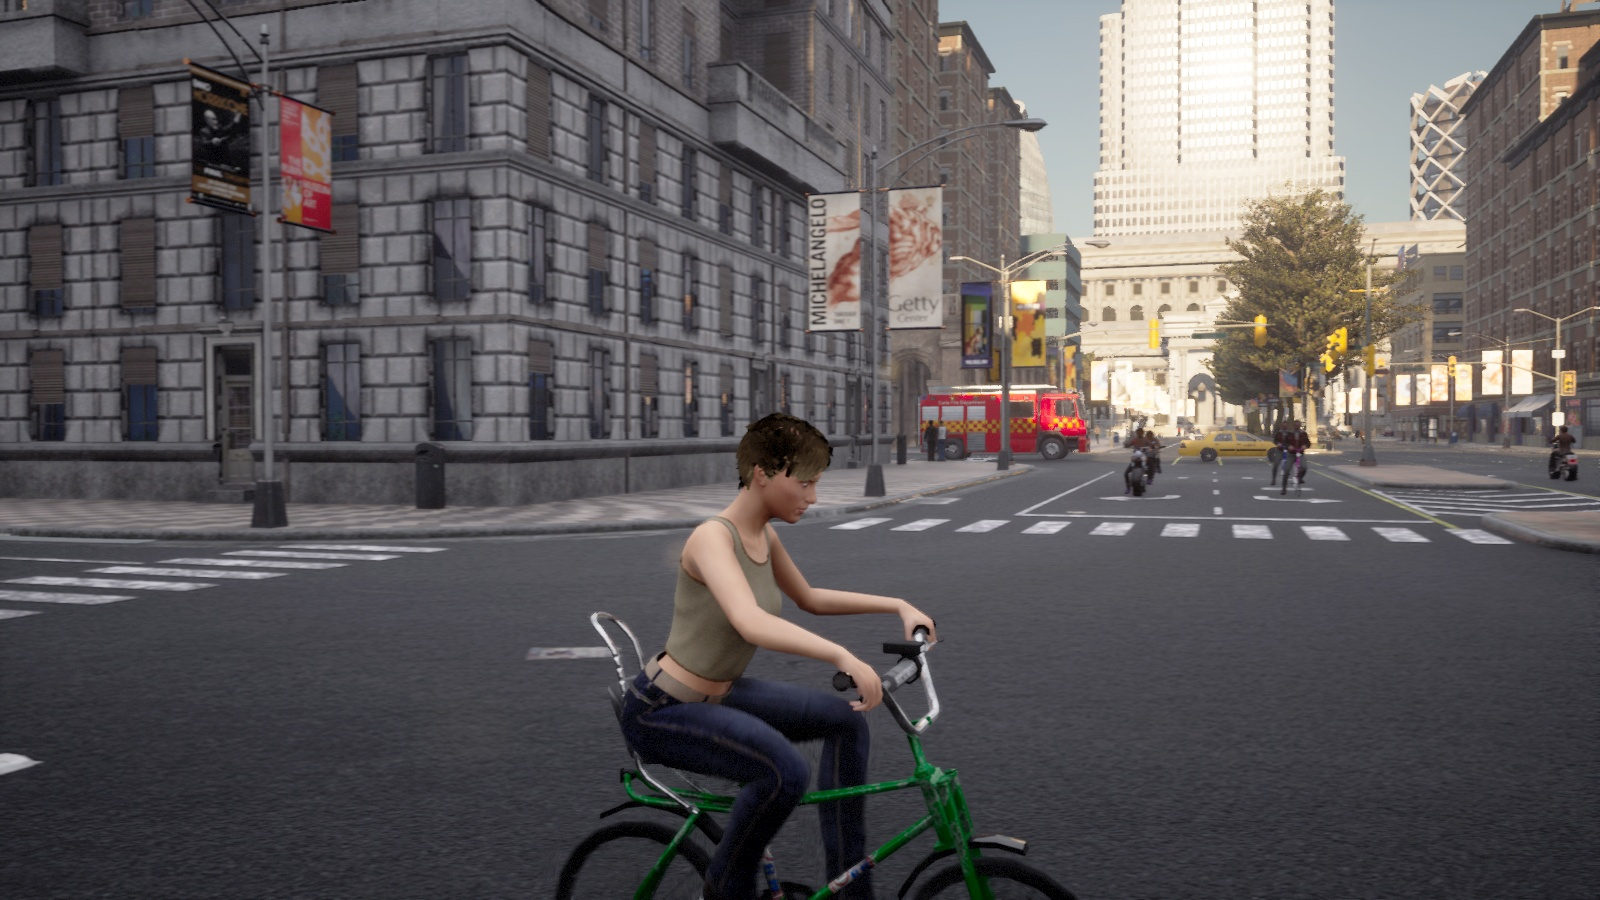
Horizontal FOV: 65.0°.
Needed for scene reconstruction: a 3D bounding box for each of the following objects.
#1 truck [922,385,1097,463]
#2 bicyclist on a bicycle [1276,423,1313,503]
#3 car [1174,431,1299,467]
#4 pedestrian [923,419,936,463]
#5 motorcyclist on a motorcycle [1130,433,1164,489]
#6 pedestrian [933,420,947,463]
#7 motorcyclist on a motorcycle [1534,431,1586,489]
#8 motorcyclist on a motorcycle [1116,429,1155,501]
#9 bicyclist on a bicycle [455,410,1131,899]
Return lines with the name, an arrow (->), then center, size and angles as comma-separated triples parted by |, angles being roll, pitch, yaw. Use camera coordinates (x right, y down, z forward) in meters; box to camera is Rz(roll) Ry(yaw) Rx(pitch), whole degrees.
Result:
truck -> 10.760, -1.330, 64.436 | 8.468, 3.827, 2.891 | 1, 1, 18
bicyclist on a bicycle -> 11.332, 0.278, 28.823 | 0.659, 1.776, 1.843 | 1, 1, 18
car -> 20.020, -0.085, 57.806 | 5.366, 1.575, 1.801 | 1, 1, 18
pedestrian -> 5.749, -0.386, 55.648 | 0.395, 1.930, 0.692 | 1, 1, 23
motorcyclist on a motorcycle -> 9.765, 0.280, 35.290 | 0.797, 1.523, 2.044 | 1, 1, 18
pedestrian -> 6.133, -0.377, 55.147 | 0.354, 1.836, 0.706 | 0, 1, -16
motorcyclist on a motorcycle -> 22.491, 0.266, 37.205 | 0.766, 1.649, 2.350 | 1, 1, 18
motorcyclist on a motorcycle -> 8.022, 0.327, 29.961 | 0.766, 1.649, 2.350 | 1, 1, 18
bicyclist on a bicycle -> 0.024, 0.712, 3.189 | 1.509, 1.612, 0.866 | 1, 1, 19
